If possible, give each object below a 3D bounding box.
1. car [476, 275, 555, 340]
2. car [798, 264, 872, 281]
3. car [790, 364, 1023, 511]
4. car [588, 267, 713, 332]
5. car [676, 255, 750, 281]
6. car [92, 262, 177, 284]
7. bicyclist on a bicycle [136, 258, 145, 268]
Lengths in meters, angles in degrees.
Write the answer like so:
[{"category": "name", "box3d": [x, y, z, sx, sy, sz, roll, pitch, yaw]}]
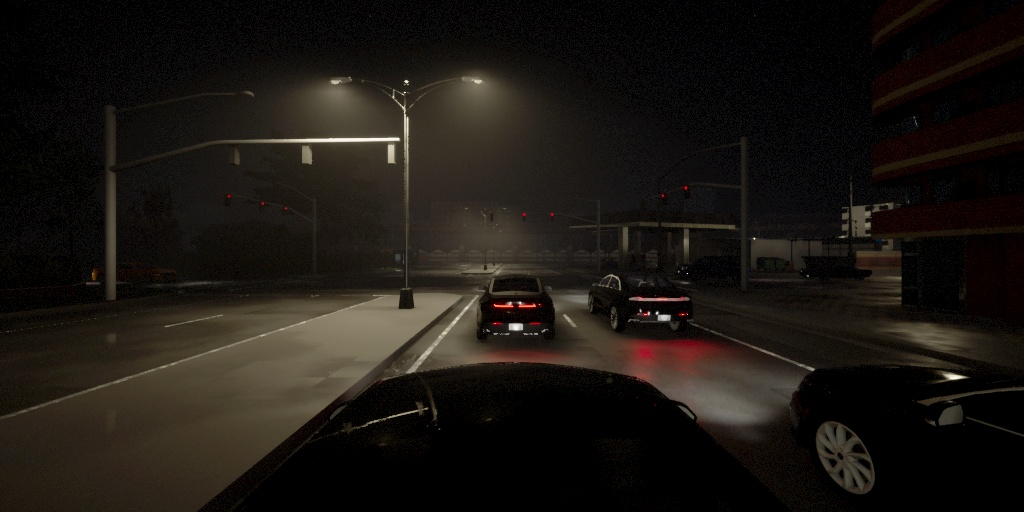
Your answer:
[{"category": "car", "box3d": [0.097, 1.255, 10.016, 1.837, 1.490, 4.892, 0, 0, 0]}, {"category": "car", "box3d": [26.945, 1.351, 30.011, 4.718, 1.301, 1.895, 0, 0, -1]}, {"category": "car", "box3d": [3.600, 1.255, 1.463, 1.837, 1.490, 4.892, 0, 0, 0]}, {"category": "car", "box3d": [3.604, 1.242, 10.871, 2.128, 1.511, 4.902, 0, 0, 0]}, {"category": "car", "box3d": [16.637, 0.972, 29.864, 5.566, 2.045, 2.150, 0, 0, -1]}, {"category": "car", "box3d": [-27.587, 1.228, 26.331, 5.008, 1.535, 1.882, 0, 0, 0]}, {"category": "bicyclist on a bicycle", "box3d": [-38.222, 1.053, 36.751, 0.582, 1.620, 1.656, 0, 0, 0]}]
